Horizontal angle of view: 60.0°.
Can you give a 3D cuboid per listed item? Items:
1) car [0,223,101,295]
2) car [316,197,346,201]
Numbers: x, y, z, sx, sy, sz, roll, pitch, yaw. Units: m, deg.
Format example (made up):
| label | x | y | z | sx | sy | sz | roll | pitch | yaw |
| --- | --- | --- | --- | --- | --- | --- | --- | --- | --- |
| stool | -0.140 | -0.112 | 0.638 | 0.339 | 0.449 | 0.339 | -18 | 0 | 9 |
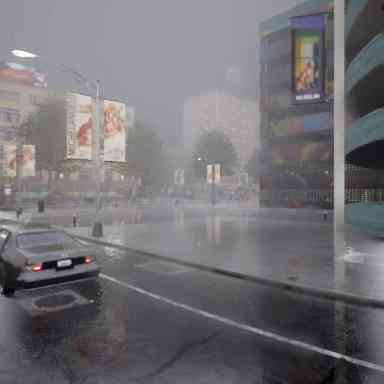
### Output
| label | x | y | z | sx | sy | sz | roll | pitch | yaw |
| --- | --- | --- | --- | --- | --- | --- | --- | --- | --- |
| car | -4.420 | 1.545 | 8.813 | 2.033 | 1.411 | 5.357 | 0 | 0 | -44 |
| car | 17.417 | 1.317 | 42.547 | 4.674 | 1.452 | 2.002 | 0 | 0 | -42 |
